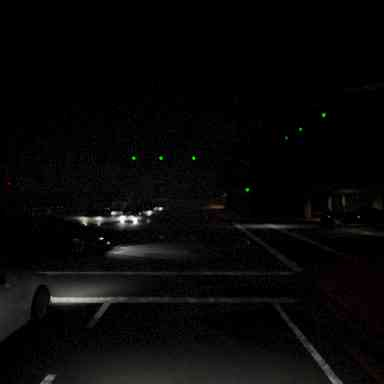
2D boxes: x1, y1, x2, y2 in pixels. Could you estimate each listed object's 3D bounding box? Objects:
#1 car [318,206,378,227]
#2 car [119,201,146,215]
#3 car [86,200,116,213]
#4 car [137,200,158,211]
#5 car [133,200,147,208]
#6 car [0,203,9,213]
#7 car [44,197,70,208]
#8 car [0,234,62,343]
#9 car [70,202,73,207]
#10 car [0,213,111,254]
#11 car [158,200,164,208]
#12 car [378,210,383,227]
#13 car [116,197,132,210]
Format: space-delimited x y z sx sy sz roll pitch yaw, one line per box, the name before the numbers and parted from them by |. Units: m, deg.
car | 11.975 1.785 24.867 4.902 1.511 2.128 0 -1 0
car | -7.163 2.082 40.589 1.895 1.301 4.718 0 -1 0
car | -10.695 1.935 38.498 1.882 1.535 5.008 0 -1 1
car | -6.900 2.108 50.949 1.837 1.490 4.892 0 -1 2
car | -9.958 2.239 64.252 1.882 1.535 5.008 0 -1 2
car | -24.880 1.643 40.967 3.866 1.878 1.905 0 -1 0
car | -24.890 1.875 60.589 3.866 1.878 1.905 0 -1 0
car | -3.488 1.578 4.237 1.812 1.442 4.674 0 -1 -1
car | -24.874 2.148 63.482 3.806 1.475 1.970 0 -1 0
car | -6.147 1.734 13.704 5.357 1.411 2.033 0 -1 -3
car | -6.466 2.322 64.032 1.994 1.385 4.181 0 -1 2
car | 15.114 1.731 21.352 5.008 1.535 1.882 0 -1 0
car | -10.428 1.815 50.135 2.150 2.045 5.566 0 -1 2
